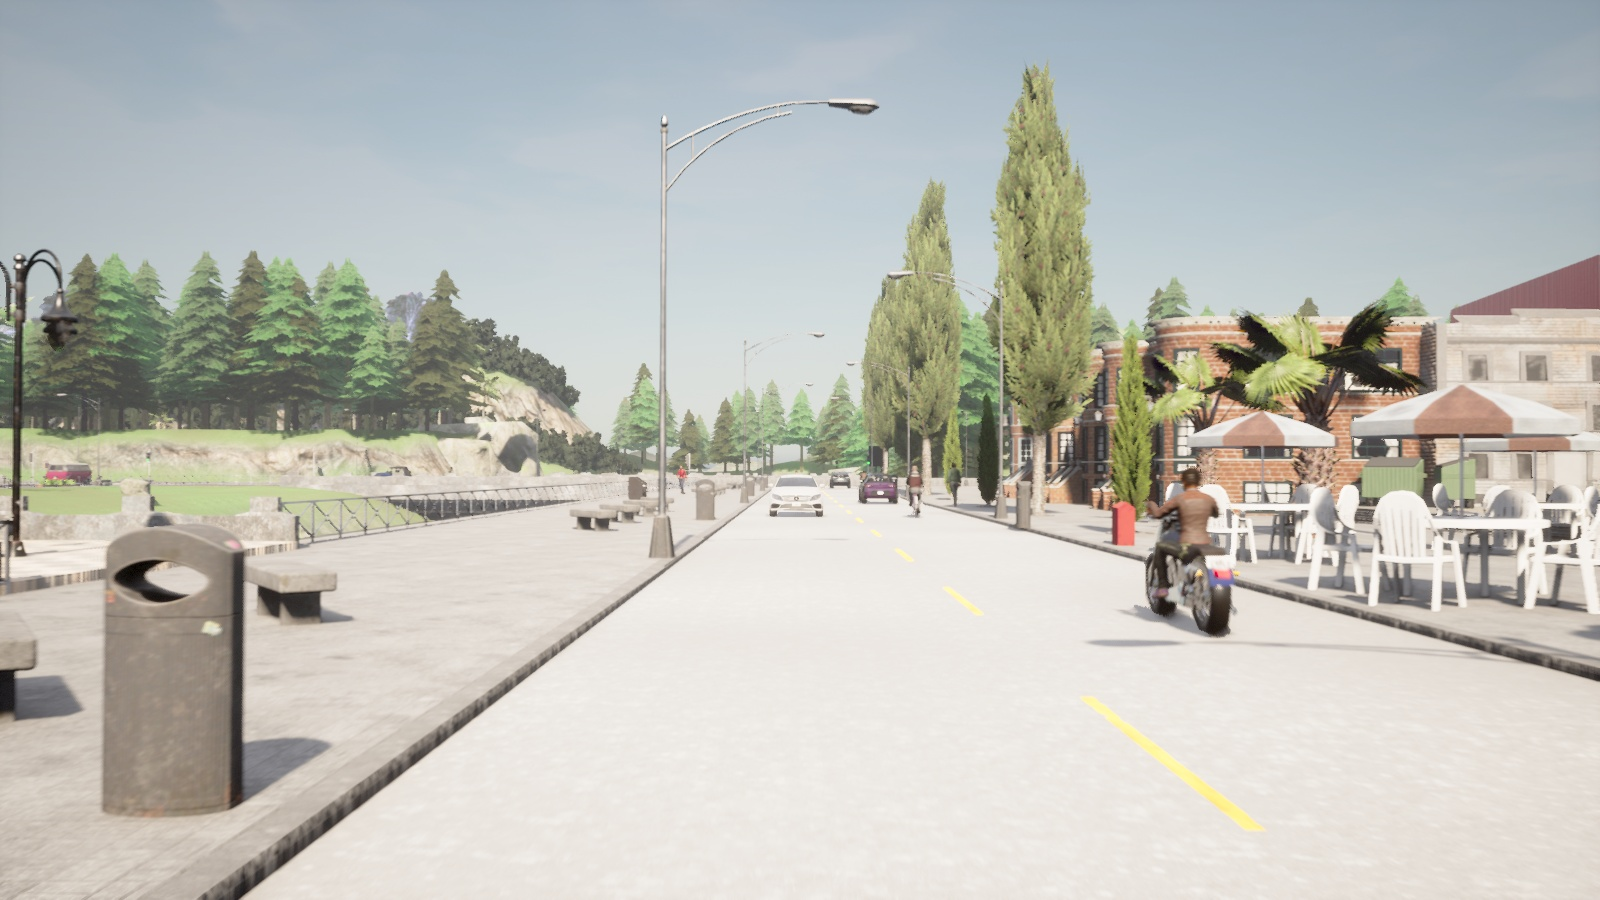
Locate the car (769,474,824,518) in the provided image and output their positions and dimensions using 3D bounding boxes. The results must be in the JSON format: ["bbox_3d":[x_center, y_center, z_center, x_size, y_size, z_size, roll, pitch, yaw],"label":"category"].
[{"bbox_3d":[-0.113,1.577,43.994,1.812,1.442,4.674,0,-1,0],"label":"car"}]

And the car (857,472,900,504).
[{"bbox_3d":[3.839,1.851,62.022,1.816,1.474,4.193,0,-1,0],"label":"car"}]

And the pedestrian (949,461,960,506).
[{"bbox_3d":[6.397,1.368,51.936,0.353,1.847,0.614,0,-1,-2],"label":"pedestrian"}]

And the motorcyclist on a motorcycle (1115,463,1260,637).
[{"bbox_3d":[3.965,0.968,13.080,0.766,1.649,2.350,0,-1,0],"label":"motorcyclist on a motorcycle"}]
